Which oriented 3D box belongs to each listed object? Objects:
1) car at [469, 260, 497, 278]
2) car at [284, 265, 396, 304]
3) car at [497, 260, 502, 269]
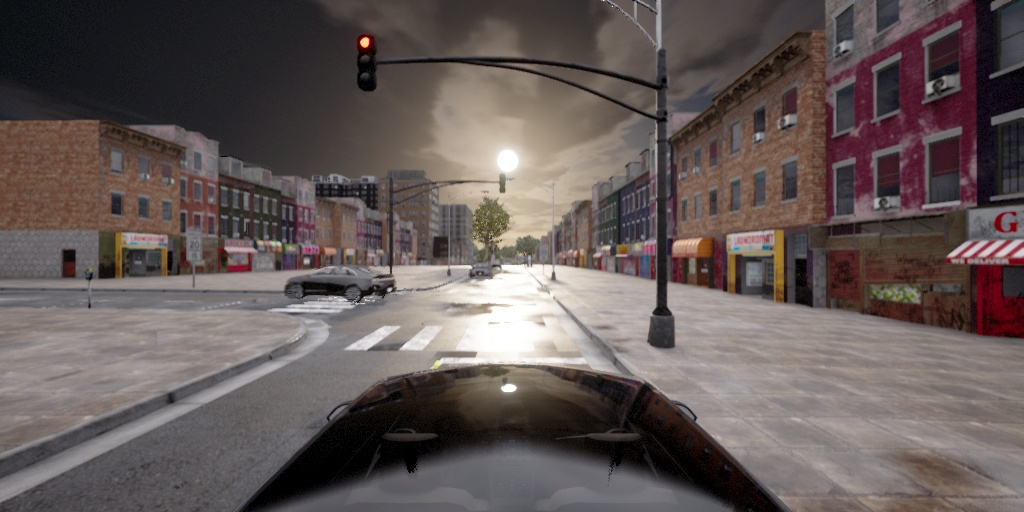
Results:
[{"bbox_3d":[-2.723,1.298,32.607,1.994,1.385,4.181,0,0,0],"label":"car"},{"bbox_3d":[-7.430,1.143,15.484,4.902,1.511,2.128,1,-1,15],"label":"car"},{"bbox_3d":[-2.582,1.315,56.307,1.837,1.490,4.892,0,-1,1],"label":"car"}]
